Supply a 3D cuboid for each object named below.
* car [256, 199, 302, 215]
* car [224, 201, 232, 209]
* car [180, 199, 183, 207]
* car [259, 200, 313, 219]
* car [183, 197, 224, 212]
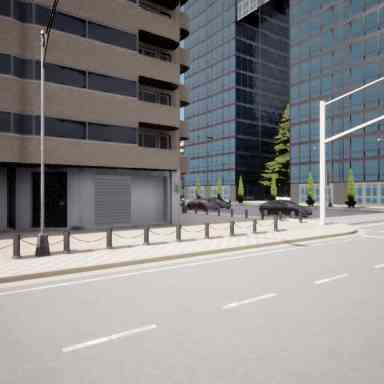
[{"bbox_3d":[8.874,1.508,34.158,1.994,1.385,4.181,0,0,-36],"label":"car"},{"bbox_3d":[3.010,1.449,42.424,1.837,1.490,4.892,0,0,-35],"label":"car"},{"bbox_3d":[-2.888,1.436,50.847,2.128,1.511,4.902,0,0,-35],"label":"car"},{"bbox_3d":[8.153,1.449,29.167,1.837,1.490,4.892,0,0,-37],"label":"car"},{"bbox_3d":[1.270,1.470,38.813,1.812,1.442,4.674,0,0,-35],"label":"car"}]
